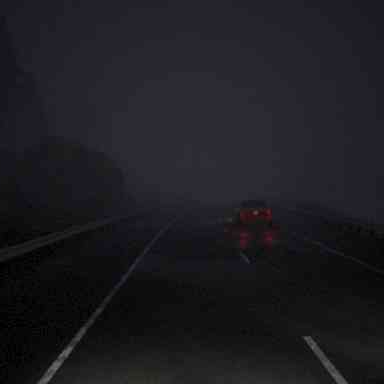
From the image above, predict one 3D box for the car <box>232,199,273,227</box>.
[{"bbox_3d":[3.864,1.252,21.910,2.097,1.767,4.553,0,0,2],"label":"car"}]
